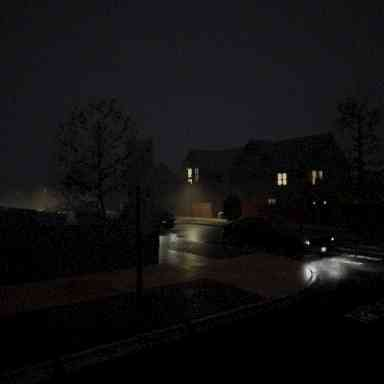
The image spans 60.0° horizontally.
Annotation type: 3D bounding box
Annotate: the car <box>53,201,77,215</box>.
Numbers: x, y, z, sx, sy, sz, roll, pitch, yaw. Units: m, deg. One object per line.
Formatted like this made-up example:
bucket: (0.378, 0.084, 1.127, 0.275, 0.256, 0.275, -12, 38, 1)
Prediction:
car: (-19.933, 2.437, 52.171, 2.150, 2.045, 5.566, -1, -1, -36)

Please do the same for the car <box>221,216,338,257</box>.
car: (3.417, 1.758, 14.383, 2.033, 1.411, 5.357, -1, -1, -31)

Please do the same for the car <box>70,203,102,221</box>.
car: (-10.521, 2.259, 34.146, 1.882, 1.535, 5.008, -1, -1, -36)

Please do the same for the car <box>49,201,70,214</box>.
car: (-19.239, 2.278, 46.474, 2.128, 1.511, 4.902, -1, -1, -36)

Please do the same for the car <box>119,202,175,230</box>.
car: (-3.433, 1.718, 24.227, 2.150, 2.045, 5.566, -1, -1, -36)

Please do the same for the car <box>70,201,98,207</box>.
car: (-13.741, 2.185, 43.594, 2.150, 2.045, 5.566, -1, -1, -35)
